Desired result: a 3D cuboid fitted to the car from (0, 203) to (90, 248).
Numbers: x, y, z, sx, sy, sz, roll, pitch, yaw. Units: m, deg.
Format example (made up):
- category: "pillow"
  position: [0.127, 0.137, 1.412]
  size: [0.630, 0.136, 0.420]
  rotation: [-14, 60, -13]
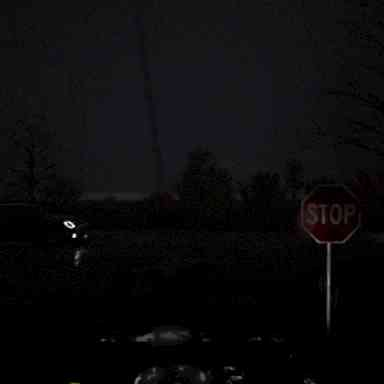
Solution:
- category: "car"
  position: [-6.729, 1.275, 13.993]
  size: [4.553, 1.767, 2.097]
  rotation: [0, 1, 0]
